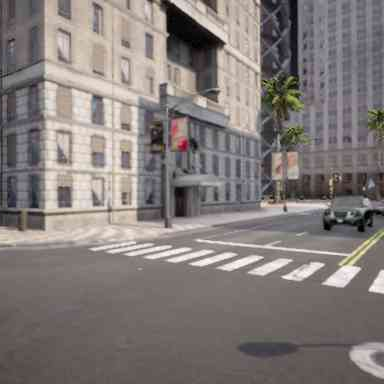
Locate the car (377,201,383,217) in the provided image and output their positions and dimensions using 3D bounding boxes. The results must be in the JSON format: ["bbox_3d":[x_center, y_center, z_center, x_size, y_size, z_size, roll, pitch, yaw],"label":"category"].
[{"bbox_3d":[17.686,1.576,31.795,2.033,1.411,5.357,0,0,36],"label":"car"}]

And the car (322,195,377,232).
[{"bbox_3d":[9.807,1.249,20.755,2.150,2.045,5.566,0,0,35],"label":"car"}]
